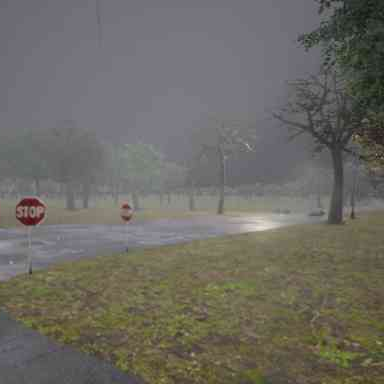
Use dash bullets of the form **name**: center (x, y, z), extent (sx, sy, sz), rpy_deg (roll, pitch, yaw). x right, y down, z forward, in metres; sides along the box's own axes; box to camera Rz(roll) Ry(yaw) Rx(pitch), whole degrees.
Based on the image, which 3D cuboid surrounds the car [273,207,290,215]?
- **car**: center (16.491, 3.414, 61.219), extent (1.994, 1.385, 4.181), rpy_deg (1, -1, 36)

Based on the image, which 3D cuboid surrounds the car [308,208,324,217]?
- **car**: center (21.076, 3.472, 56.328), extent (2.033, 1.411, 5.357), rpy_deg (1, -1, 30)
